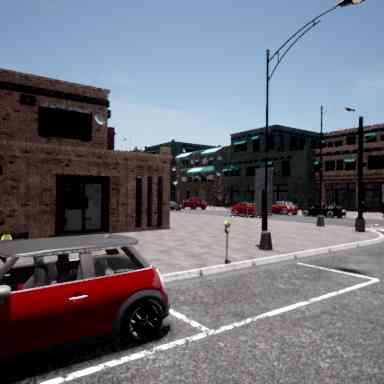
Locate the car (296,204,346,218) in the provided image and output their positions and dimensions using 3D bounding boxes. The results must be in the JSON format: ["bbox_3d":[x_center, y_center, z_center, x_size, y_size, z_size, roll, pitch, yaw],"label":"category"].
[{"bbox_3d":[12.902,1.808,32.652,1.947,1.339,4.313,0,-1,-35],"label":"car"}]

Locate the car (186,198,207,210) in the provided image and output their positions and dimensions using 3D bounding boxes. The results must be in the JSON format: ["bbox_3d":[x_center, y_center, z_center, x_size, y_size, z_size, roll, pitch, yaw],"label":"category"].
[{"bbox_3d":[0.234,1.769,50.876,2.192,1.841,5.009,0,-1,-35],"label":"car"}]

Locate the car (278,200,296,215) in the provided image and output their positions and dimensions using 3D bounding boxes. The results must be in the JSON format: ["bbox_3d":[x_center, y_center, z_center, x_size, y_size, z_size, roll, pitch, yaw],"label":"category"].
[{"bbox_3d":[9.736,1.735,37.209,1.967,1.590,4.097,0,-1,-35],"label":"car"}]

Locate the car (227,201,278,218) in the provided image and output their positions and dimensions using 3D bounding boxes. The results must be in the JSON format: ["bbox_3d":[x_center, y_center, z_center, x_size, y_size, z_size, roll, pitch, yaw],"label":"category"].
[{"bbox_3d":[5.804,1.716,32.722,1.812,1.442,4.674,1,-1,-35],"label":"car"}]

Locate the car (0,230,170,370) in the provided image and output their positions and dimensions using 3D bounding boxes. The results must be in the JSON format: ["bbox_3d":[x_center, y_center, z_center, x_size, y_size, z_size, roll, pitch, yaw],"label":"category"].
[{"bbox_3d":[-2.435,1.440,4.808,4.097,1.590,1.967,0,1,-36],"label":"car"}]

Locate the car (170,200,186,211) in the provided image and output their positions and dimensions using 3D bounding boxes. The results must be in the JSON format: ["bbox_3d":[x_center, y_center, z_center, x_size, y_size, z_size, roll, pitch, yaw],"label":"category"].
[{"bbox_3d":[-3.143,1.904,45.611,1.994,1.385,4.181,1,-1,-35],"label":"car"}]

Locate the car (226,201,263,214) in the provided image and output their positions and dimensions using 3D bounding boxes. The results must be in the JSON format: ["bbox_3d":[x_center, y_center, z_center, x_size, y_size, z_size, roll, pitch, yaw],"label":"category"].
[{"bbox_3d":[6.471,1.875,41.903,1.752,1.417,4.829,0,-1,-35],"label":"car"}]
